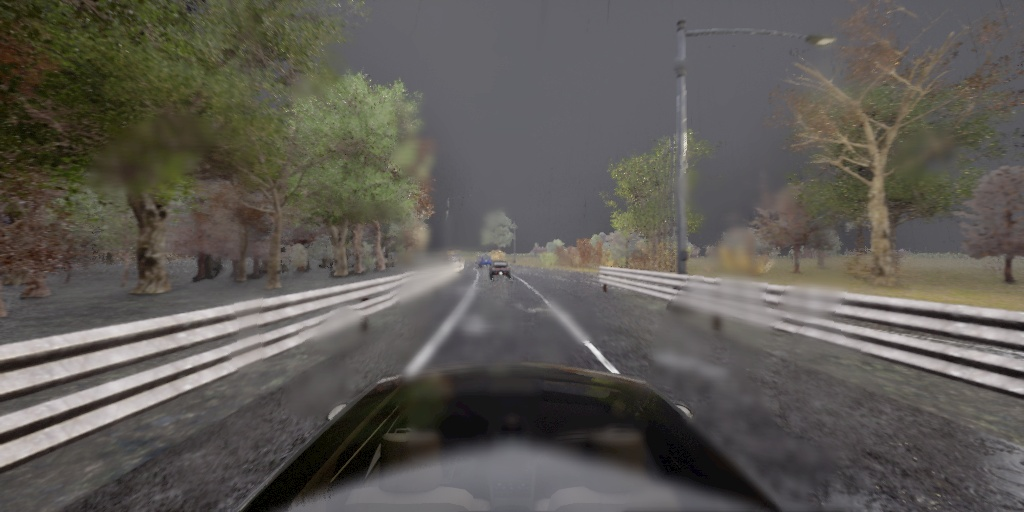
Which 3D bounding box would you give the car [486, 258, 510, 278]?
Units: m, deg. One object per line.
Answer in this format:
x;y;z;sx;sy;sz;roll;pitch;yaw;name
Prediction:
-1.201;1.229;33.279;1.837;1.490;4.892;0;0;-5;car

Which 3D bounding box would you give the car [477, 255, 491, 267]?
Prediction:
-4.713;0.893;61.796;2.150;2.045;5.566;0;0;-10;car
